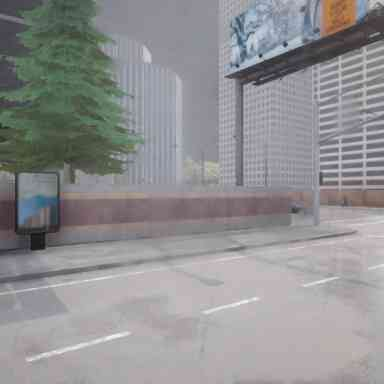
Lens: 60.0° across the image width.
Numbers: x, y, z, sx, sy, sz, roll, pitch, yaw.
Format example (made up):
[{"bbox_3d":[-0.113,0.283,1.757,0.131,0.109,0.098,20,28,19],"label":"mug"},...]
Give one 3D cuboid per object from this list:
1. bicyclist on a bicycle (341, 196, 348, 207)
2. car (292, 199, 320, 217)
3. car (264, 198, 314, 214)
[{"bbox_3d":[21.243,1.301,46.301,1.656,1.620,0.582,0,0,-35],"label":"bicyclist on a bicycle"},{"bbox_3d":[9.674,1.491,31.518,2.128,1.511,4.902,0,0,-35],"label":"car"},{"bbox_3d":[10.512,1.491,36.394,2.128,1.511,4.902,0,0,-35],"label":"car"}]
